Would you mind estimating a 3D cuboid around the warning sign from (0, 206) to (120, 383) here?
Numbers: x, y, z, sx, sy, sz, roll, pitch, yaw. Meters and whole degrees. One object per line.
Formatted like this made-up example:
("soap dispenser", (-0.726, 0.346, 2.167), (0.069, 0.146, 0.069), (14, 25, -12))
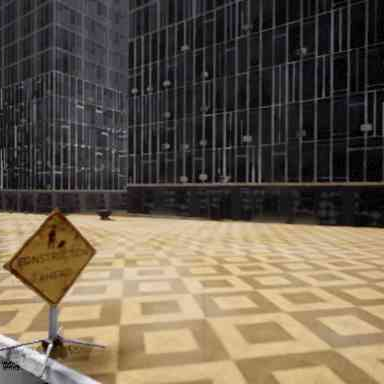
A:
("warning sign", (-1.821, 1.143, 4.385), (1.060, 1.860, 1.300), (1, -1, 35))
